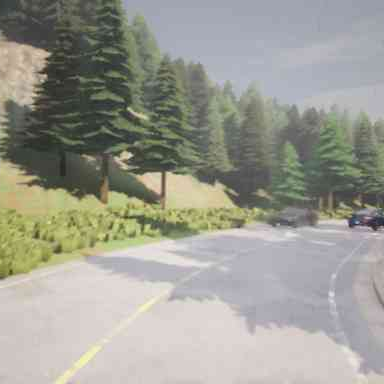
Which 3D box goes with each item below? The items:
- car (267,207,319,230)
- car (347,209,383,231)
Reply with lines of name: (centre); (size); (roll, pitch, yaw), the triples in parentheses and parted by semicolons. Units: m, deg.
car: (7.361, 1.806, 23.811); (2.033, 1.411, 5.357); (2, 0, 40)
car: (13.032, 1.949, 24.356); (4.674, 1.442, 1.812); (2, 0, -42)
